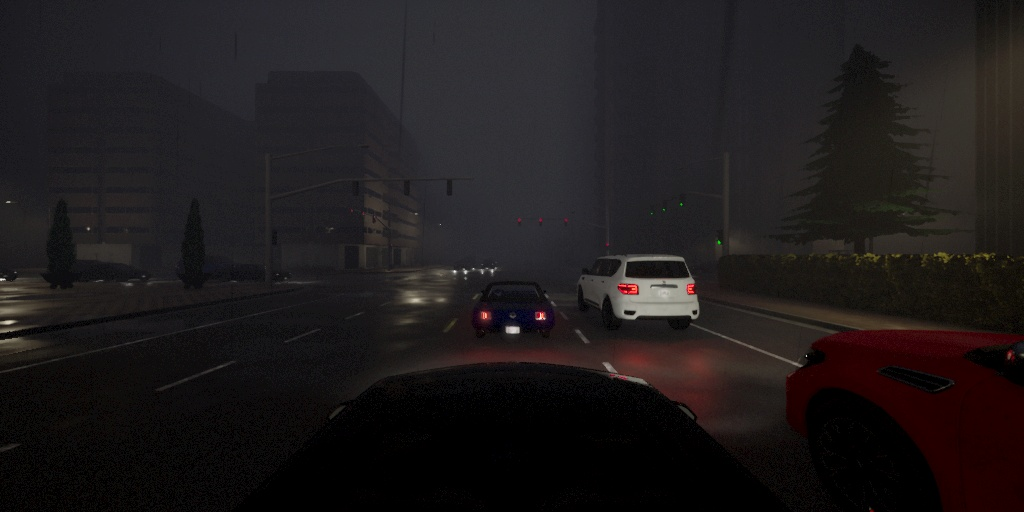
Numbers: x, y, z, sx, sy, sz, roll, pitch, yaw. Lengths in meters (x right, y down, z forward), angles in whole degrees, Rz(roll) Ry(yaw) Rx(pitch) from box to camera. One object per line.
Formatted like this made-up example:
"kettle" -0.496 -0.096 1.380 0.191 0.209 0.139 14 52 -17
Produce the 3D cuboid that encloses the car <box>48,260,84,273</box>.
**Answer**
"car" -36.744 1.097 30.910 4.553 1.767 2.097 0 0 1

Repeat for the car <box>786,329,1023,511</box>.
"car" 3.601 0.972 0.917 2.150 2.045 5.566 0 0 0

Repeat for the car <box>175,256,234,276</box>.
"car" -25.586 0.970 30.809 5.566 2.045 2.150 0 0 1

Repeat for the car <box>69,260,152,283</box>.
"car" -30.389 1.271 27.350 4.674 1.442 1.812 0 0 1

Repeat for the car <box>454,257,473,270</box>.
"car" -7.147 1.268 51.544 1.812 1.442 4.674 0 0 0

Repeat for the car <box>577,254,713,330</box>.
"car" 3.576 0.970 11.278 2.150 2.045 5.566 0 0 -2

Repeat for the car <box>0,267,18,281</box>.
"car" -40.982 1.271 27.443 4.674 1.442 1.812 0 0 1

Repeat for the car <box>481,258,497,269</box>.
"car" -3.666 1.246 55.456 1.837 1.490 4.892 0 0 0

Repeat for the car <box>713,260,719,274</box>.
"car" 20.828 1.222 37.606 5.008 1.535 1.882 0 0 1

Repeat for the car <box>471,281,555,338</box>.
"car" 0.046 1.350 10.150 1.895 1.301 4.718 0 0 0

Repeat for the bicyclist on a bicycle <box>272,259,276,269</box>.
"bicyclist on a bicycle" -28.690 1.044 42.820 0.582 1.620 1.656 0 0 0

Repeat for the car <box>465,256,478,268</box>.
"car" -7.155 0.963 61.412 2.150 2.045 5.566 0 0 0

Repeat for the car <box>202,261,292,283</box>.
"car" -19.787 1.294 27.192 5.357 1.411 2.033 0 0 1
